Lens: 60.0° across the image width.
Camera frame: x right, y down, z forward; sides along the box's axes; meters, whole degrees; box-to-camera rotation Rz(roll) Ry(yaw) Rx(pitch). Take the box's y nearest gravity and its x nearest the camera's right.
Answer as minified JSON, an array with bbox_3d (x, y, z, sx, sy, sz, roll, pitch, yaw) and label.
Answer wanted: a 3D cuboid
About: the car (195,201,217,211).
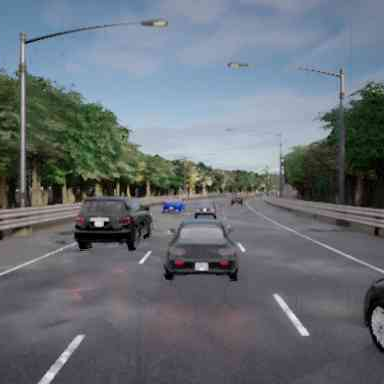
[{"bbox_3d":[1.203,1.488,28.983,2.033,1.411,5.357,0,0,4],"label":"car"}]

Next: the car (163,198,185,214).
[{"bbox_3d":[-1.817,1.397,34.862,1.882,1.535,5.008,0,0,5],"label":"car"}]

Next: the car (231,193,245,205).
[{"bbox_3d":[7.757,1.380,57.488,1.837,1.490,4.892,0,0,8],"label":"car"}]

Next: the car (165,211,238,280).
[{"bbox_3d":[0.278,1.506,9.788,1.812,1.442,4.674,0,0,2],"label":"car"}]

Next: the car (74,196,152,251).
[{"bbox_3d":[-3.107,1.186,14.160,2.150,2.045,5.566,0,0,2],"label":"car"}]

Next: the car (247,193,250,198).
[{"bbox_3d":[13.229,1.152,87.095,2.097,1.767,4.553,0,0,13],"label":"car"}]

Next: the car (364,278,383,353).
[{"bbox_3d":[3.530,1.505,3.162,1.837,1.490,4.892,0,0,1],"label":"car"}]

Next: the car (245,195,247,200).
[{"bbox_3d":[9.959,1.367,70.996,2.128,1.511,4.902,0,0,11],"label":"car"}]
